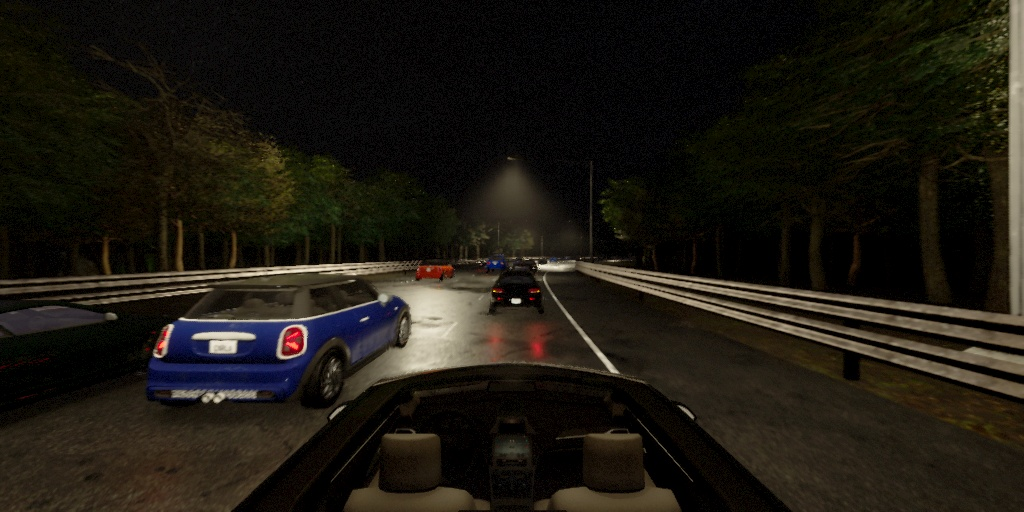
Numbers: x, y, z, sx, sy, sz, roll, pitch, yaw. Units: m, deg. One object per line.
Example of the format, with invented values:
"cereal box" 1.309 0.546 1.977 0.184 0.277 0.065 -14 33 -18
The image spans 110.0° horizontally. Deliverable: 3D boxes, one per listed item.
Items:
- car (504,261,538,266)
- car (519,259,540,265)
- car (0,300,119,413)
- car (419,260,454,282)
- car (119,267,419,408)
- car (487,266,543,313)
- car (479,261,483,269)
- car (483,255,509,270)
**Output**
"car" 0.744 1.296 26.370 1.994 1.385 4.181 0 0 3
"car" 2.205 1.244 45.005 1.812 1.442 4.674 0 0 6
"car" -6.885 1.298 5.025 1.994 1.385 4.181 0 0 1
"car" -6.077 1.069 28.812 2.097 1.767 4.553 0 0 4
"car" -3.379 1.092 6.359 2.097 1.767 4.553 0 0 1
"car" 0.196 1.268 13.741 1.812 1.442 4.674 0 0 2
"car" -3.721 1.295 55.589 1.895 1.301 4.718 1 0 7
"car" -1.589 0.936 42.075 2.150 2.045 5.566 0 0 6
